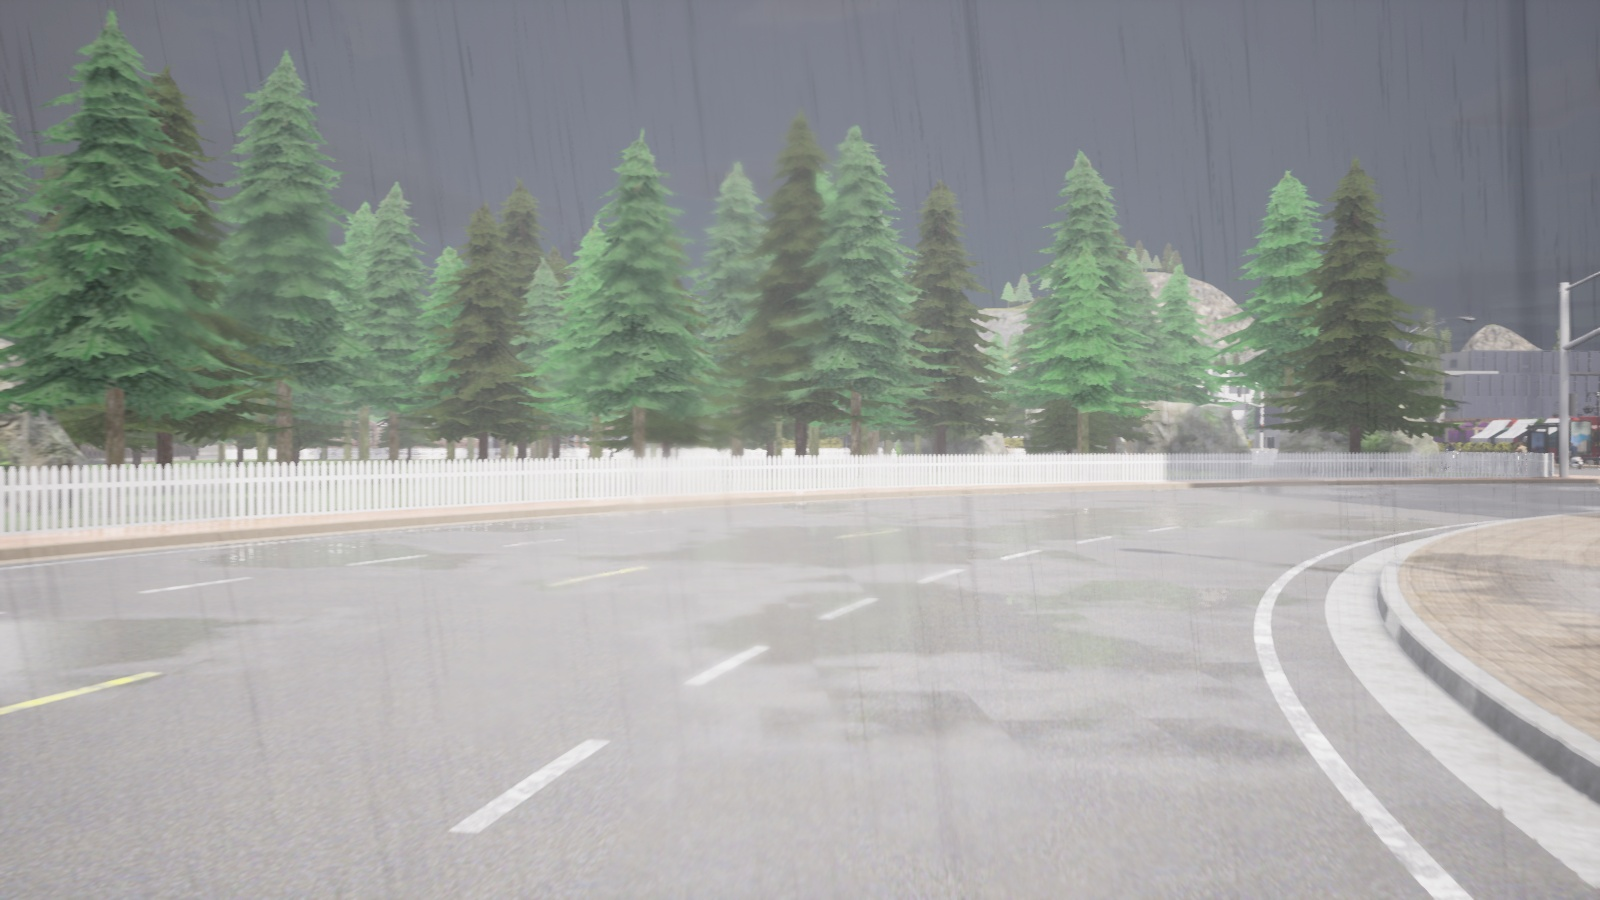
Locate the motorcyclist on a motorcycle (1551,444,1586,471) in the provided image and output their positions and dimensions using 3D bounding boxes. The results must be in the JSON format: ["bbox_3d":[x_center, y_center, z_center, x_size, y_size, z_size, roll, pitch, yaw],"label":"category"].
[{"bbox_3d":[45.537,0.418,74.421,0.866,1.590,1.817,0,0,-4],"label":"motorcyclist on a motorcycle"}]
